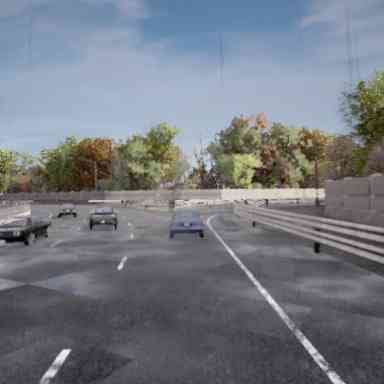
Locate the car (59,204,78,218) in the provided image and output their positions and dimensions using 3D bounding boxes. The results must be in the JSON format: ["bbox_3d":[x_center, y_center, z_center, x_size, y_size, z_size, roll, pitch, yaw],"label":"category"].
[{"bbox_3d":[-13.378,1.959,35.987,2.033,1.411,5.357,-1,0,-19],"label":"car"}]

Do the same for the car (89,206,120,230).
[{"bbox_3d":[-6.181,1.731,23.545,2.128,1.511,4.902,-1,0,-13],"label":"car"}]

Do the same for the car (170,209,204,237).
[{"bbox_3d":[-0.305,1.686,18.996,2.033,1.411,5.357,-1,0,-1],"label":"car"}]

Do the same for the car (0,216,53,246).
[{"bbox_3d":[-8.288,1.813,16.170,1.895,1.301,4.718,-1,0,-8],"label":"car"}]
